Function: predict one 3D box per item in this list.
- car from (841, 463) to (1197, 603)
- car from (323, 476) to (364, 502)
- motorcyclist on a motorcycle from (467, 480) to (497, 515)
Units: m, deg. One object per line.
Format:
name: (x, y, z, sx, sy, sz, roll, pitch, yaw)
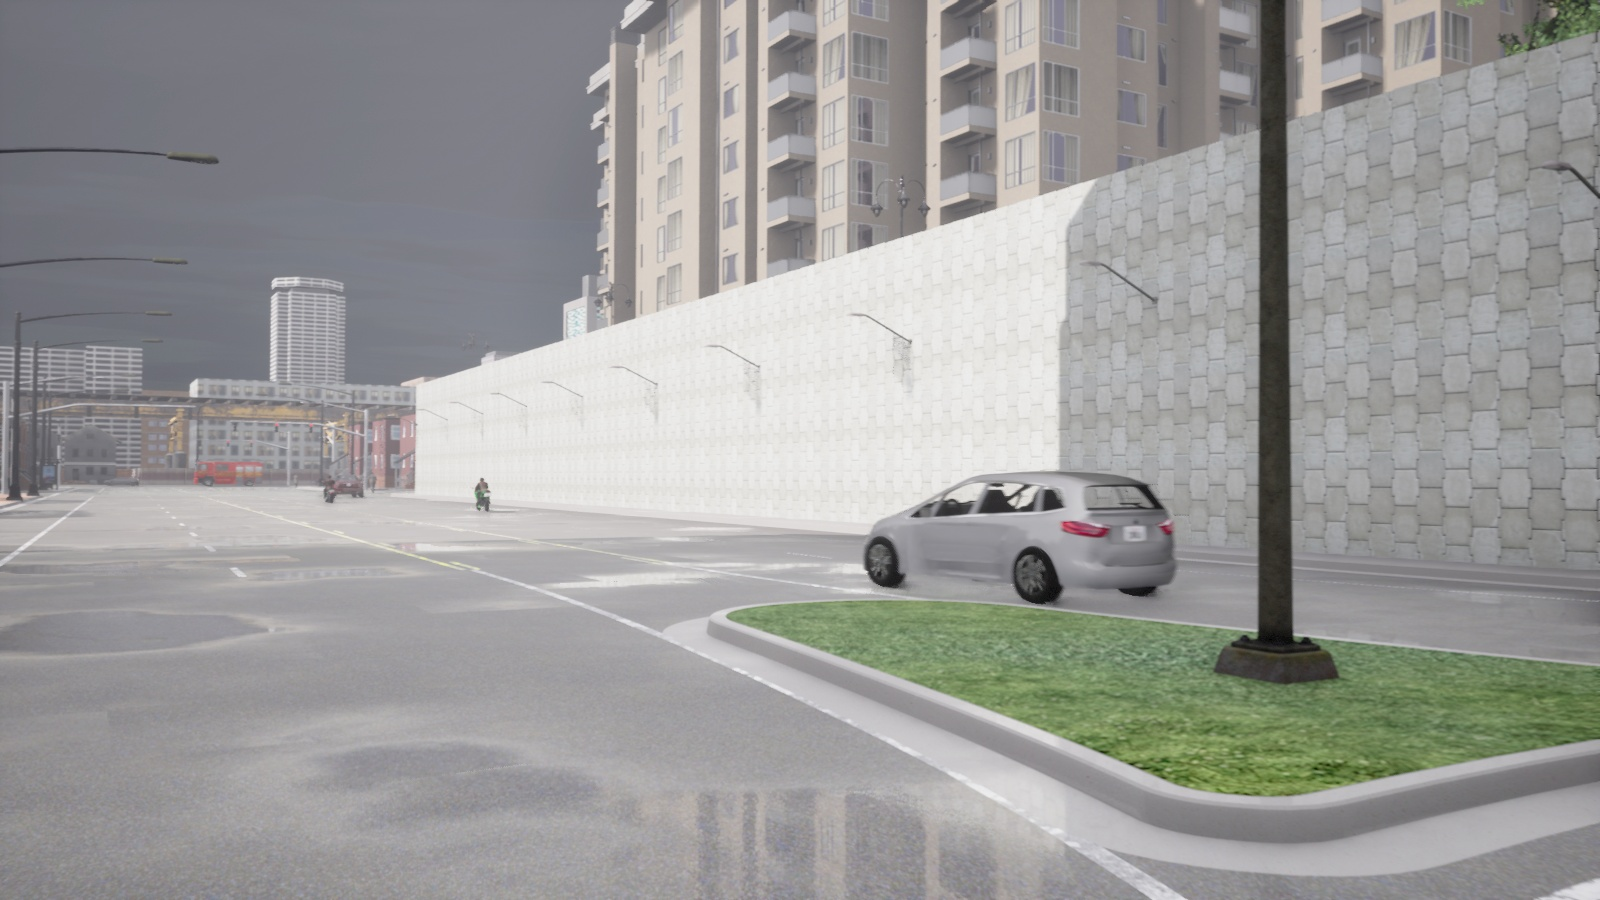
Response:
car: (2.875, 1.042, 17.501, 2.242, 1.667, 4.611, 1, -2, -36)
car: (-32.639, 2.775, 89.781, 2.097, 1.767, 4.553, 0, -1, -28)
motorcyclist on a motorcycle: (-13.969, 2.069, 55.166, 0.797, 1.523, 2.044, 0, -1, -28)
